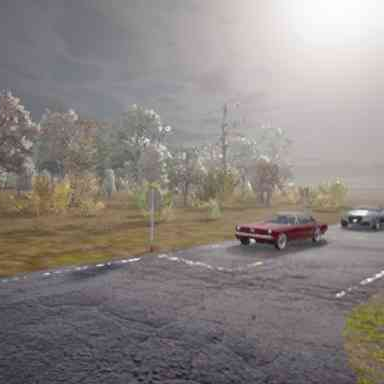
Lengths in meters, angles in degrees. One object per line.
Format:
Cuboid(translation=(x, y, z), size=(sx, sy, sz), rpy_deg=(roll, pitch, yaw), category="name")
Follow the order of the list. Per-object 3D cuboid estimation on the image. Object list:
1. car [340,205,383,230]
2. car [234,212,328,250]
Cuboid(translation=(11.057, 1.507, 21.029), size=(4.181, 1.385, 1.994), rpy_deg=(0, 0, -44), category="car")
Cuboid(translation=(3.879, 1.532, 14.164), size=(4.718, 1.301, 1.895), rpy_deg=(0, 0, -44), category="car")
